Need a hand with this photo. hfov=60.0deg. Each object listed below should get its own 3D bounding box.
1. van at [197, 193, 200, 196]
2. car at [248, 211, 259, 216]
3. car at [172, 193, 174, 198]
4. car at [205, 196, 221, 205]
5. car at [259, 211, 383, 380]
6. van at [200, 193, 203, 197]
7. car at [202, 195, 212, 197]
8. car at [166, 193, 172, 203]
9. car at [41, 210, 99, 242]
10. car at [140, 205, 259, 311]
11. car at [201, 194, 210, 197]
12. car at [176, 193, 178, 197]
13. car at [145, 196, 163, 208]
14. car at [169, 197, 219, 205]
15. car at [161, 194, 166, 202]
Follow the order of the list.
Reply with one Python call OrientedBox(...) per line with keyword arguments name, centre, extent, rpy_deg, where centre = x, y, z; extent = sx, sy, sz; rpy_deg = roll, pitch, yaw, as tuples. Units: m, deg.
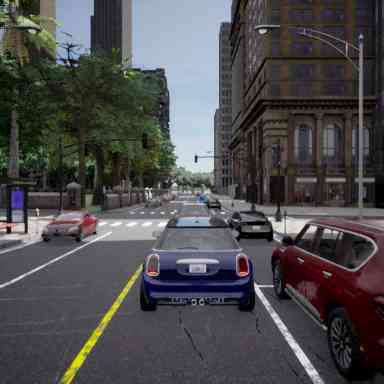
OrientedBox(name="van", centre=(2.717, 1.280, 80.647), extent=(1.690, 1.788, 3.998), rpy_deg=(0, 0, 0))
OrientedBox(name="car", centre=(2.750, 1.562, 16.267), extent=(1.947, 1.339, 4.313), rpy_deg=(0, 0, 0))
OrientedBox(name="car", centre=(-5.806, 1.262, 75.242), extent=(2.192, 1.841, 5.009), rpy_deg=(0, 0, 0))
OrientedBox(name="car", centre=(2.737, 1.546, 42.704), extent=(1.947, 1.339, 4.313), rpy_deg=(0, 0, 0))
OrientedBox(name="car", centre=(2.755, 1.314, 5.417), extent=(2.192, 1.841, 5.009), rpy_deg=(0, 0, 0))
OrientedBox(name="van", centre=(2.728, 1.308, 58.965), extent=(1.690, 1.788, 3.998), rpy_deg=(0, 0, 0))
OrientedBox(name="car", centre=(2.734, 1.542, 48.124), extent=(1.947, 1.339, 4.313), rpy_deg=(0, 0, 0))
OrientedBox(name="car", centre=(-5.803, 1.395, 69.821), extent=(1.967, 1.590, 4.097), rpy_deg=(0, 0, 0))
OrientedBox(name="car", centre=(-5.775, 1.578, 16.281), extent=(1.802, 1.307, 4.206), rpy_deg=(0, 0, 0))
OrientedBox(name="car", centre=(0.098, 1.351, 7.915), extent=(2.097, 1.767, 4.553), rpy_deg=(0, 0, 0))
OrientedBox(name="car", centre=(2.731, 1.497, 53.715), extent=(1.752, 1.417, 4.829), rpy_deg=(0, 0, 0))
OrientedBox(name="car", centre=(-5.814, 1.237, 91.502), extent=(2.192, 1.841, 5.009), rpy_deg=(0, 0, 0))
OrientedBox(name="car", centre=(-5.791, 1.527, 48.140), extent=(2.008, 1.369, 4.403), rpy_deg=(0, 0, 0))
OrientedBox(name="car", centre=(0.091, 1.347, 17.449), extent=(2.097, 1.767, 4.553), rpy_deg=(0, 0, 0))
OrientedBox(name="car", centre=(-5.795, 1.412, 53.560), extent=(1.967, 1.590, 4.097), rpy_deg=(0, 0, 0))
